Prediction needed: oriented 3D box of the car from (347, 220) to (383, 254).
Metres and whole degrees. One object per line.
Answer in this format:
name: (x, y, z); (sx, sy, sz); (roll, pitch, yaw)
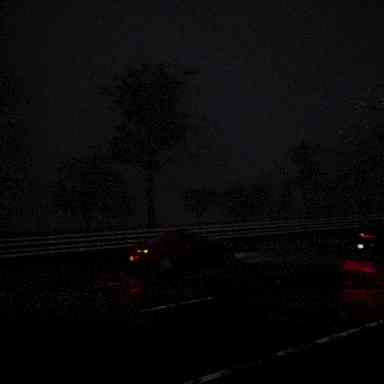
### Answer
car: (9.329, 2.045, 15.372); (4.892, 1.490, 1.837); (-1, -4, -28)

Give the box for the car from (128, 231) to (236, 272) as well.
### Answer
car: (-0.358, 2.399, 14.125); (4.674, 1.442, 1.812); (0, -4, -29)
